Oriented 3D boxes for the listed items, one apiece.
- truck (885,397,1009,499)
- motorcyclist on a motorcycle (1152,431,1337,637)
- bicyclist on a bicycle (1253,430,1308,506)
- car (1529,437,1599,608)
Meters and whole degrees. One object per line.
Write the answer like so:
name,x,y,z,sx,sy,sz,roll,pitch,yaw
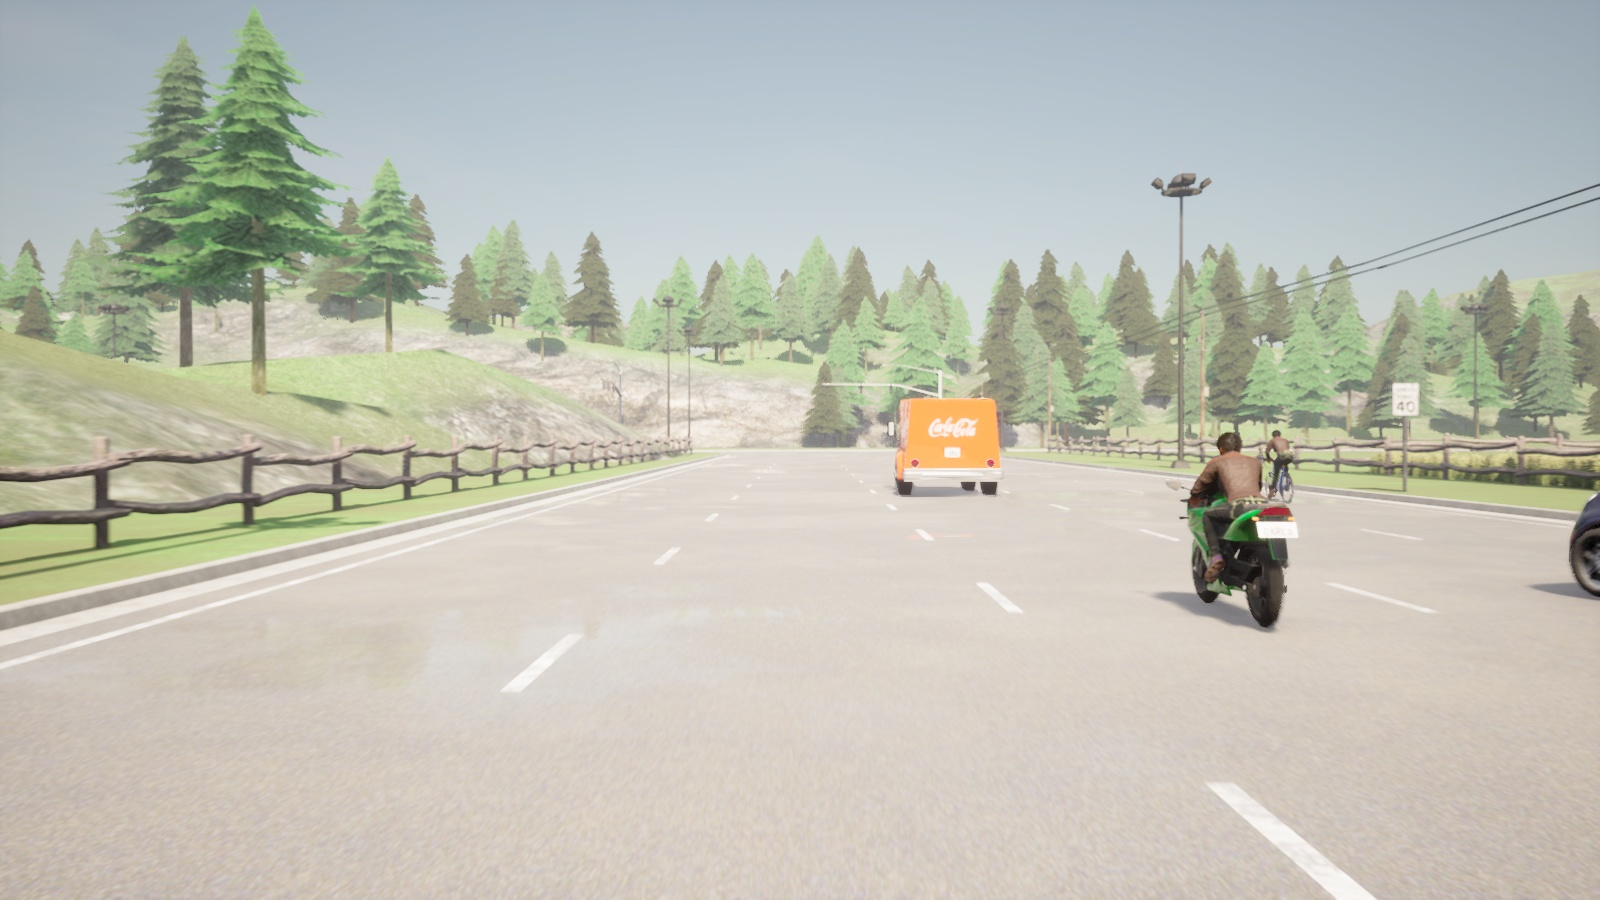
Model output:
truck,3.699,-0.111,32.783,2.627,2.467,5.204,0,1,0
motorcyclist on a motorcycle,3.572,0.610,10.314,0.797,1.523,2.044,0,1,0
bicyclist on a bicycle,10.670,0.380,27.920,0.582,1.620,1.656,0,2,0
car,8.185,0.646,10.256,1.845,1.501,3.633,0,1,-14
